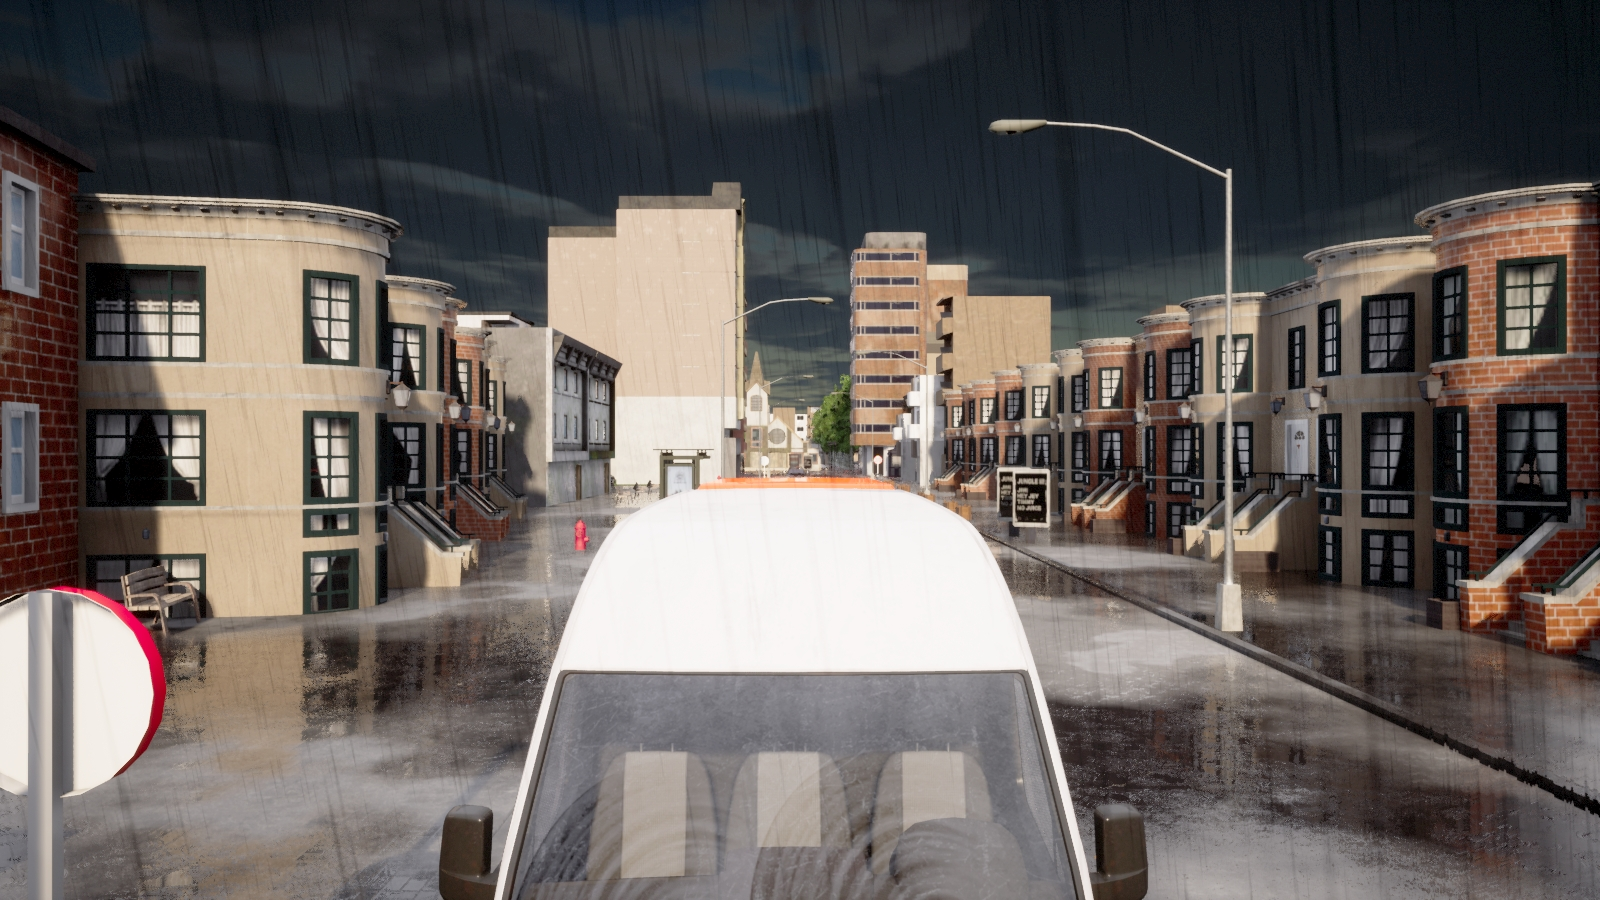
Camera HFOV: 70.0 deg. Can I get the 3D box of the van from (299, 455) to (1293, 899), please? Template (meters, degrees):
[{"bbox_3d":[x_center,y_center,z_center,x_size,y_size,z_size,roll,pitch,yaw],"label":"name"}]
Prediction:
[{"bbox_3d":[-0.019,1.314,5.243,1.988,2.561,5.915,0,0,0],"label":"van"}]
